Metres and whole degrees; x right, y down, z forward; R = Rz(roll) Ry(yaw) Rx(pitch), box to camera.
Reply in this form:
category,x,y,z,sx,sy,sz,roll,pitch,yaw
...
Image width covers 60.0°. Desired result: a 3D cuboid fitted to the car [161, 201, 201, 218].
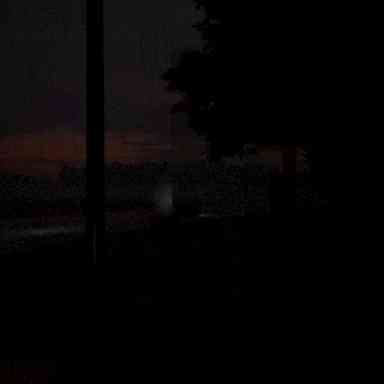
category,x,y,z,sx,sy,sz,roll,pitch,yaw
car,-0.901,1.543,30.137,1.994,1.385,4.181,3,2,34

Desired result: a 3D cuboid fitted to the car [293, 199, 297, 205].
category,x,y,z,sx,sy,sz,roll,pitch,yaw
car,17.460,1.553,59.794,1.837,1.490,4.892,3,2,30
